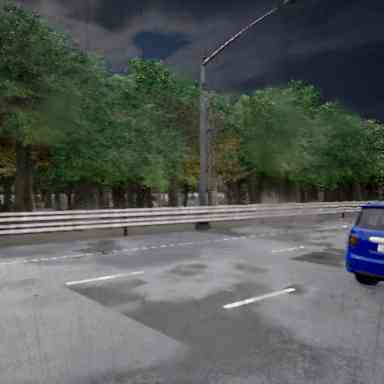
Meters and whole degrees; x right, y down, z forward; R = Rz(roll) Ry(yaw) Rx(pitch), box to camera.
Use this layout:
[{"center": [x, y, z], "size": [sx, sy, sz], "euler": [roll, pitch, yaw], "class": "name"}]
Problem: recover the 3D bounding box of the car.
[{"center": [6.044, 1.221, 8.181], "size": [5.566, 2.045, 2.150], "euler": [0, 0, -36], "class": "car"}]
